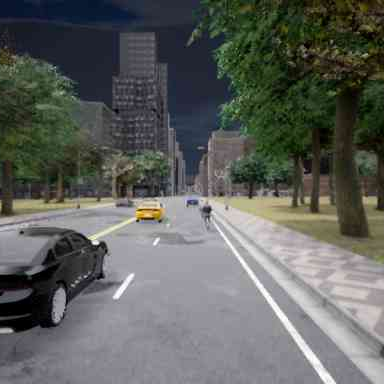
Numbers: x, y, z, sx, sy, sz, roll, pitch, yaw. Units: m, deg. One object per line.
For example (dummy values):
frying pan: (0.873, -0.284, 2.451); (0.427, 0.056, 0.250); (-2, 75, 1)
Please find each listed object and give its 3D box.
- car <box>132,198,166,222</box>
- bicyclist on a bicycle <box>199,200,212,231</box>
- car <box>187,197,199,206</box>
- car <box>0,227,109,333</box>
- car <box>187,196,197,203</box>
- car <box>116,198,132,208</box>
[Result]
car: (-3.146, 1.493, 26.124); (1.882, 1.535, 5.008); (0, 0, 0)
bicyclist on a bicycle: (0.897, 1.380, 19.503); (0.659, 1.776, 1.843); (0, 0, 0)
car: (0.108, 1.559, 55.937); (1.882, 1.535, 5.008); (0, 0, 0)
car: (-3.149, 1.479, 6.977); (1.882, 1.535, 5.008); (0, 0, 0)
car: (0.011, 1.690, 73.759); (1.994, 1.385, 4.181); (0, 0, 0)
car: (-9.810, 1.626, 48.684); (1.994, 1.385, 4.181); (0, 0, 0)
